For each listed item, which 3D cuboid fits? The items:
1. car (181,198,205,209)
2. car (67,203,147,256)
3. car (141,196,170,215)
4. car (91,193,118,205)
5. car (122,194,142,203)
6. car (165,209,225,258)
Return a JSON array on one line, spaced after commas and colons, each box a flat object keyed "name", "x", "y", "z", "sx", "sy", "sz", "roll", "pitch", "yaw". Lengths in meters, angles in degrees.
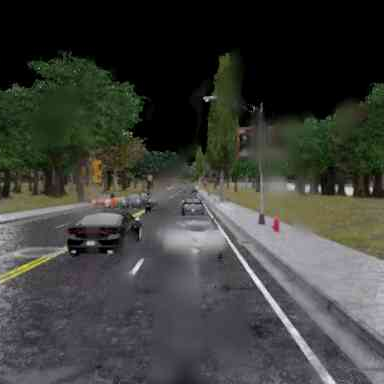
[{"name": "car", "x": 0.097, "y": 1.231, "z": 29.204, "sx": 2.128, "sy": 1.511, "sz": 4.902, "roll": 0, "pitch": 1, "yaw": 0}, {"name": "car", "x": -3.158, "y": 1.427, "z": 12.879, "sx": 1.882, "sy": 1.535, "sz": 5.008, "roll": 0, "pitch": 1, "yaw": 0}, {"name": "car", "x": -3.151, "y": 1.194, "z": 30.790, "sx": 1.882, "sy": 1.535, "sz": 5.008, "roll": 0, "pitch": 1, "yaw": 0}, {"name": "car", "x": -9.837, "y": 0.969, "z": 37.763, "sx": 2.097, "sy": 1.767, "sz": 4.553, "roll": 0, "pitch": 1, "yaw": 0}, {"name": "car", "x": -6.587, "y": 0.969, "z": 37.760, "sx": 2.097, "sy": 1.767, "sz": 4.553, "roll": 0, "pitch": 1, "yaw": 0}, {"name": "car", "x": 0.094, "y": 1.553, "z": 12.579, "sx": 1.895, "sy": 1.301, "sz": 4.718, "roll": 0, "pitch": 0, "yaw": 0}]
